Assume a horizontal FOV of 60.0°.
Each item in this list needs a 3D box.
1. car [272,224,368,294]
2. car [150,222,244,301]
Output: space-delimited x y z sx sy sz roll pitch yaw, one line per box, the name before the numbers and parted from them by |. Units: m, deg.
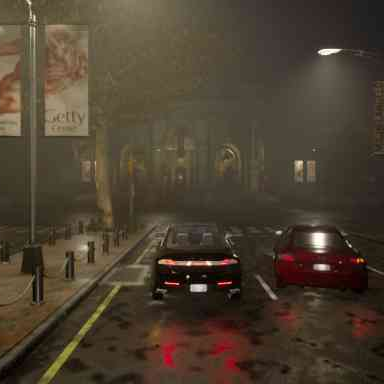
car | 3.248 1.564 8.981 1.994 1.385 4.181 0 0 14
car | 0.077 1.491 8.327 2.128 1.511 4.902 0 0 -1
